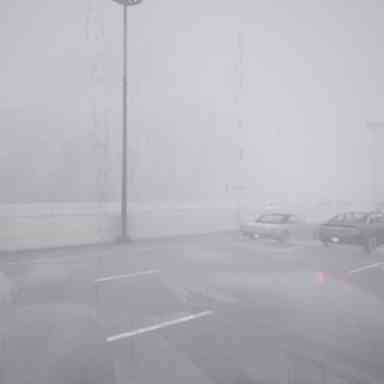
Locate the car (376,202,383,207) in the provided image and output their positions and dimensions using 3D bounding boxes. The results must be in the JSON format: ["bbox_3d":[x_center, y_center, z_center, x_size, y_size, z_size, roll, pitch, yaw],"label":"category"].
[{"bbox_3d":[16.405,1.557,27.157,4.553,1.767,2.097,1,0,-45],"label":"car"}]

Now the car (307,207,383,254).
[{"bbox_3d":[7.250,1.593,14.054,4.902,1.511,2.128,0,0,-40],"label":"car"}]

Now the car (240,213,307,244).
[{"bbox_3d":[4.613,1.703,16.400,4.718,1.301,1.895,0,0,-40],"label":"car"}]
